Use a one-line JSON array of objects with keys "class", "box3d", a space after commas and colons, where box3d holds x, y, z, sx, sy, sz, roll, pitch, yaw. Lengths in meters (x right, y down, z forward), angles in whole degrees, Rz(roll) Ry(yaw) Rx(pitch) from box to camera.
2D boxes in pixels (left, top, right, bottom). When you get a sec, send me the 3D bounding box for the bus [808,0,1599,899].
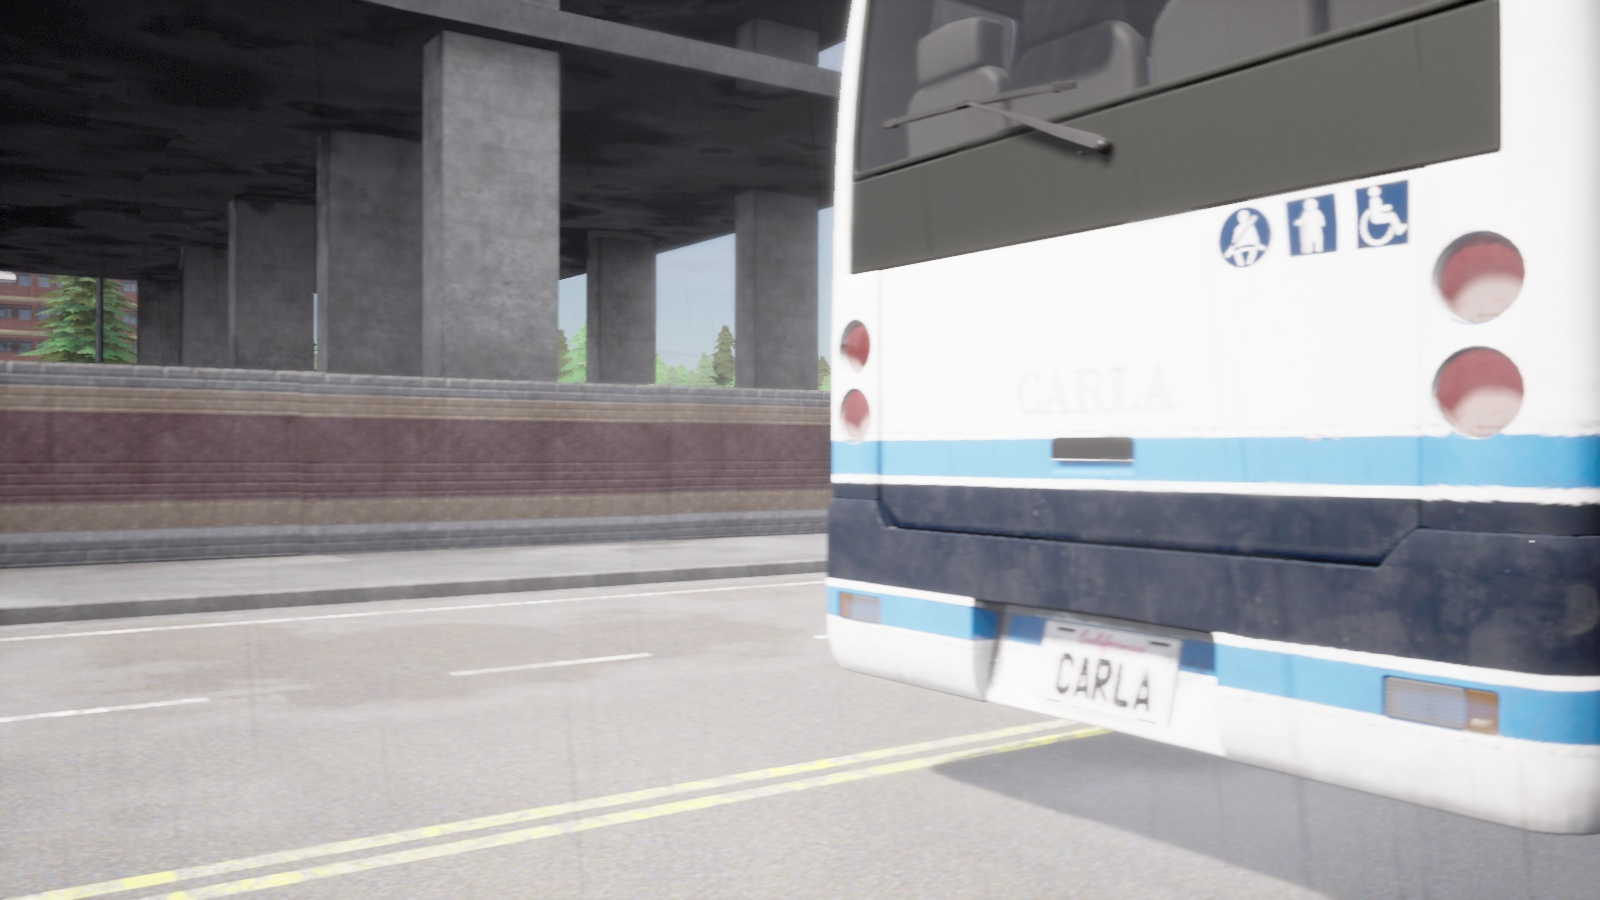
[{"class": "bus", "box3d": [5.384, -0.625, 7.412, 10.273, 4.253, 3.944, 0, 0, -35]}]
